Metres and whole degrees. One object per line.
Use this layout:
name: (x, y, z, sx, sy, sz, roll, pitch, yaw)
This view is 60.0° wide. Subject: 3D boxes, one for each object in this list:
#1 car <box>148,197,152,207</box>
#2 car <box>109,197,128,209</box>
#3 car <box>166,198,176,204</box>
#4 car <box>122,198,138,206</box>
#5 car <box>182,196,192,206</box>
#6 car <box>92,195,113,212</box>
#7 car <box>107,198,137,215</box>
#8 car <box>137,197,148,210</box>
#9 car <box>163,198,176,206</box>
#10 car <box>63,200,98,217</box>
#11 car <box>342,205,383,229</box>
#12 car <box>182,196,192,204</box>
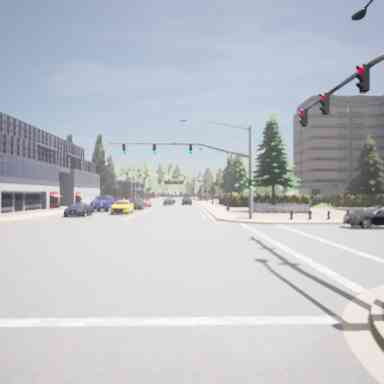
car: (-8.025, 1.684, 56.869, 2.097, 1.767, 4.553, 0, 0, -1)
car: (-11.476, 1.658, 52.380, 2.097, 1.767, 4.553, 0, 0, -1)
car: (-4.686, 1.946, 74.920, 1.895, 1.301, 4.718, 0, 0, -1)
car: (-11.567, 1.857, 62.637, 2.128, 1.511, 4.902, 0, 0, 0)
car: (-0.948, 1.881, 64.607, 1.837, 1.490, 4.892, 0, 0, -1)
car: (-11.356, 1.470, 42.481, 2.150, 2.045, 5.566, 0, 0, -1)
car: (-7.790, 1.697, 37.517, 1.882, 1.535, 5.008, 0, 0, -1)
car: (-7.909, 1.625, 46.754, 2.097, 1.767, 4.553, 0, 0, -1)
car: (-4.545, 1.922, 64.284, 2.033, 1.411, 5.357, 0, 0, -1)
car: (-11.227, 1.758, 33.127, 1.994, 1.385, 4.181, 0, 0, -1)
car: (12.513, 1.618, 21.882, 4.902, 1.511, 2.128, 0, 0, -1)
car: (-1.180, 1.790, 74.673, 2.097, 1.767, 4.553, 0, 0, -1)
